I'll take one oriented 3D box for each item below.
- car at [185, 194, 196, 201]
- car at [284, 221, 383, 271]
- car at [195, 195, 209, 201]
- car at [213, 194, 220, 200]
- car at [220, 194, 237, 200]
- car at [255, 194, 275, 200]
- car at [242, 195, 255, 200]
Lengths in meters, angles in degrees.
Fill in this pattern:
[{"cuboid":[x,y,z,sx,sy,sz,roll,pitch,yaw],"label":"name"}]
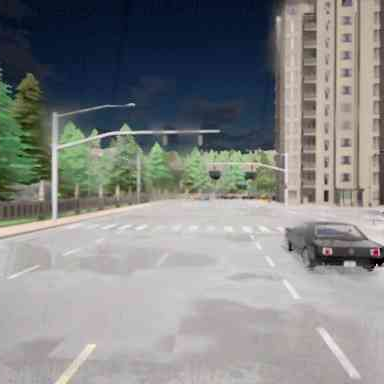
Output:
[{"cuboid":[-0.129,1.167,77.557,2.097,1.767,4.553,0,0,16],"label":"car"},{"cuboid":[4.360,1.601,10.979,1.895,1.301,4.718,0,0,5],"label":"car"},{"cuboid":[2.757,1.361,74.808,2.128,1.511,4.902,0,0,12],"label":"car"},{"cuboid":[7.721,1.324,91.438,1.837,1.490,4.892,0,0,39],"label":"car"},{"cuboid":[10.173,1.442,88.941,1.895,1.301,4.718,0,0,39],"label":"car"},{"cuboid":[19.813,1.386,88.239,5.008,1.535,1.882,0,0,-33],"label":"car"},{"cuboid":[15.508,1.403,89.304,4.674,1.442,1.812,0,0,-38],"label":"car"}]
